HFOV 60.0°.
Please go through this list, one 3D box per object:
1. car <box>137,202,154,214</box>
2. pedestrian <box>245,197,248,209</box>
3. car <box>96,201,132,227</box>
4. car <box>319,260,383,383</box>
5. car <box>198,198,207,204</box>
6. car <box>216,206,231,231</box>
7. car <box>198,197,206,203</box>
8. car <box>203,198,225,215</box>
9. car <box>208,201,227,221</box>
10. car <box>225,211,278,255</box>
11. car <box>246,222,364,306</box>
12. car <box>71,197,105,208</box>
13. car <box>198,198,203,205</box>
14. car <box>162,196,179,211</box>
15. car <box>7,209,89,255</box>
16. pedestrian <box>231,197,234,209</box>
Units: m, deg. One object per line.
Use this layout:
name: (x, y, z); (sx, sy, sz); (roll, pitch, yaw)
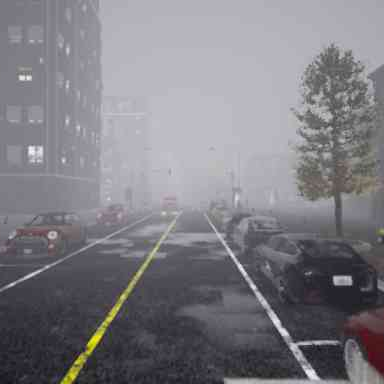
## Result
car: (-5.699, 1.883, 41.076); (1.752, 1.417, 4.829); (0, -1, 0)
pedestrian: (8.125, 1.682, 49.654); (0.375, 1.860, 0.375); (0, 0, 0)
car: (-5.695, 1.654, 24.628); (1.967, 1.590, 4.097); (0, -1, 0)
car: (2.690, 1.604, 2.472); (1.802, 1.307, 4.206); (0, 0, 0)
car: (2.673, 2.220, 84.894); (1.967, 1.590, 4.097); (0, -1, 0)
car: (2.686, 1.731, 19.088); (1.947, 1.339, 4.313); (0, -1, 0)
car: (2.671, 2.280, 90.590); (1.967, 1.590, 4.097); (0, -1, 0)
car: (2.683, 1.626, 35.709); (2.192, 1.841, 5.009); (0, -1, 0)
car: (2.684, 1.789, 30.338); (1.752, 1.417, 4.829); (0, -1, 0)
car: (2.687, 1.667, 13.549); (2.008, 1.369, 4.403); (0, -1, 0)
car: (2.688, 1.634, 8.012); (1.947, 1.339, 4.313); (0, -1, 0)
car: (-17.284, 1.748, 55.479); (5.009, 1.841, 2.192); (0, -1, 0)
car: (2.674, 2.272, 79.196); (2.008, 1.369, 4.403); (0, -1, 0)
car: (-3.010, 1.628, 47.833); (2.150, 2.045, 5.566); (0, -1, 0)
car: (-5.694, 1.557, 13.549); (1.967, 1.590, 4.097); (0, -1, 0)
pedestrian: (6.125, 1.580, 50.255); (0.375, 1.860, 0.375); (0, 0, 0)
